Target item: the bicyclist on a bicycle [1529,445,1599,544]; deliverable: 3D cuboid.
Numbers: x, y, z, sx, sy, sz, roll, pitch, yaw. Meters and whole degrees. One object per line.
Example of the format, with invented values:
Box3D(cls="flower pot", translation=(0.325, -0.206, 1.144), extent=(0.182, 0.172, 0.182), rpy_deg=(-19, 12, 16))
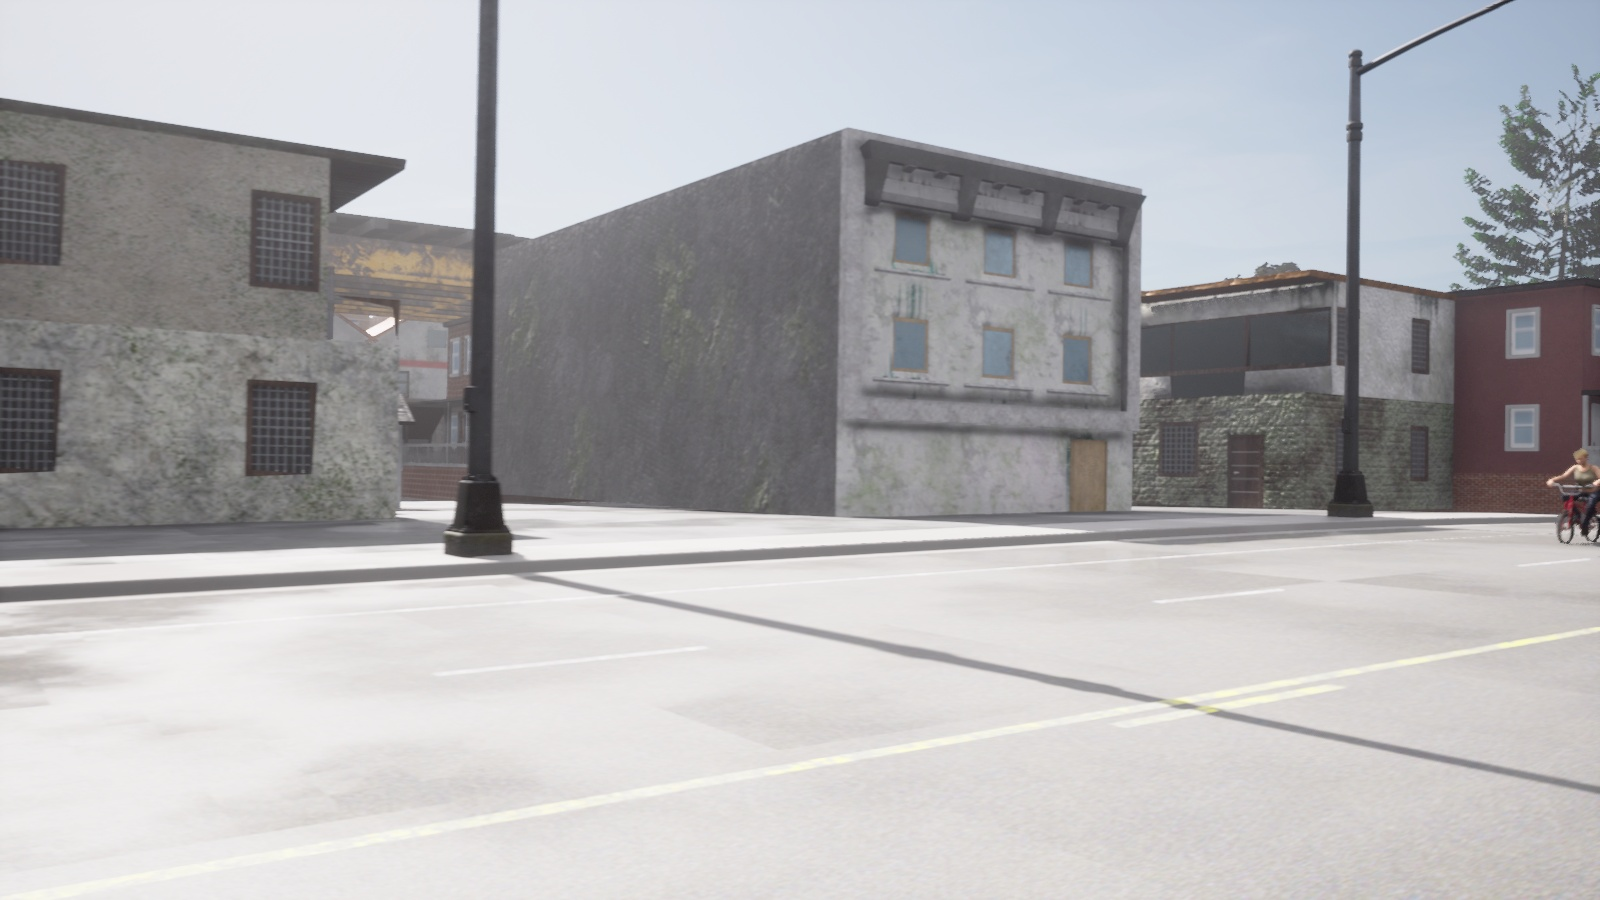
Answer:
Box3D(cls="bicyclist on a bicycle", translation=(13.228, 0.735, 21.371), extent=(1.509, 1.612, 0.866), rpy_deg=(0, 0, -34))
